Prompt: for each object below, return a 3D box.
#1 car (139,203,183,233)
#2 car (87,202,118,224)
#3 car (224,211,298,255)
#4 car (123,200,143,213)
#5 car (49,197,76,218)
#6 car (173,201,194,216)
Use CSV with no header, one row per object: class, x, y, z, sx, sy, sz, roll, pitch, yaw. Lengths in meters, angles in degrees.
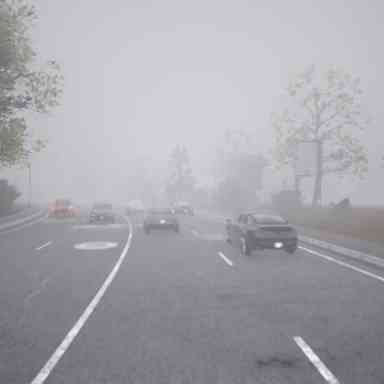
car,-1.964,1.591,20.147,1.994,1.385,4.181,0,0,-10
car,-6.877,1.548,25.623,1.837,1.490,4.892,0,0,-14
car,2.593,1.513,13.447,1.837,1.490,4.892,0,0,-7
car,-6.375,1.582,37.191,1.812,1.442,4.674,0,0,-18
car,-11.866,1.408,30.678,2.097,1.767,4.553,0,0,-17
car,-1.142,1.567,32.106,1.812,1.442,4.674,0,0,-15
